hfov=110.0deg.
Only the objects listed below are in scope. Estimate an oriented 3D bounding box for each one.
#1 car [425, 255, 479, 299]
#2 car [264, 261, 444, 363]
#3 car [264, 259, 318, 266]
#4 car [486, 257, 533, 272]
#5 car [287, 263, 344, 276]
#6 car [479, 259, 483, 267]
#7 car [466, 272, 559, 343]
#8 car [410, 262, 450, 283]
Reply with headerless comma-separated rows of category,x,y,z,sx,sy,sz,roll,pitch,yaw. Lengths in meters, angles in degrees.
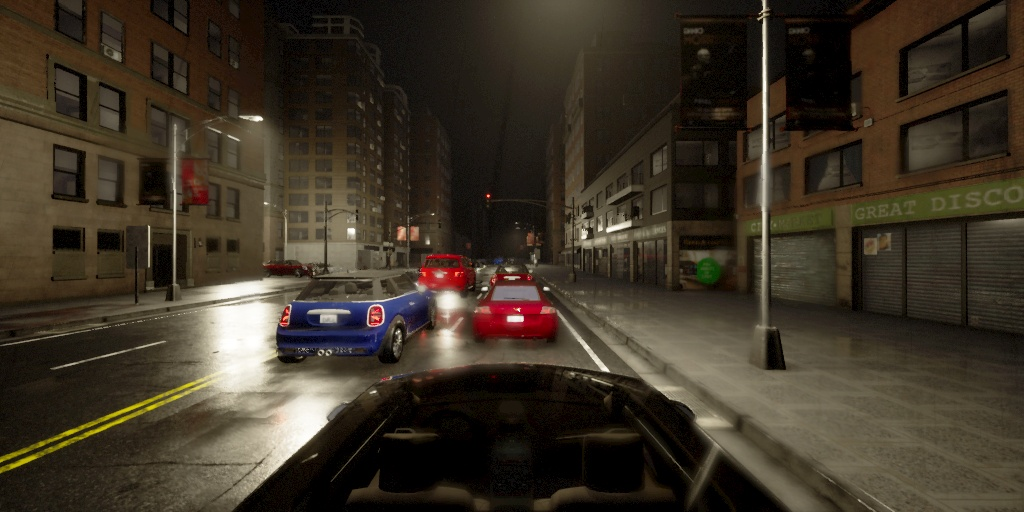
car,-3.139,0.974,18.328,2.150,2.045,5.566,0,0,0
car,-3.142,1.103,8.289,2.097,1.767,4.553,0,0,0
car,-20.772,1.103,33.621,4.553,1.767,2.097,0,0,2
car,0.011,1.104,18.289,2.097,1.767,4.553,0,0,0
car,-19.819,1.366,36.223,4.718,1.301,1.895,0,0,2
car,-6.533,1.283,62.260,1.837,1.490,4.892,0,0,0
car,0.098,1.315,9.671,1.994,1.385,4.181,0,0,0
car,-6.580,1.248,29.419,2.128,1.511,4.902,0,0,0
